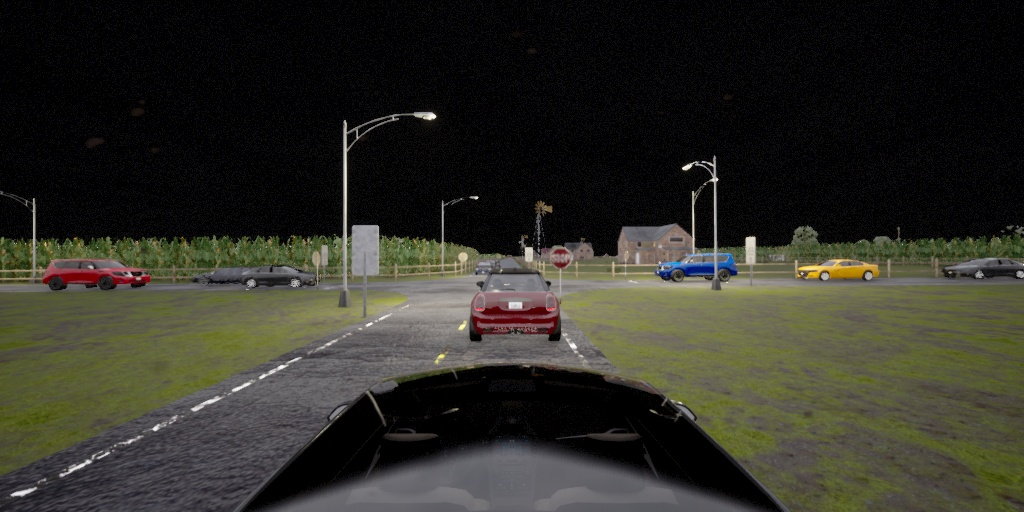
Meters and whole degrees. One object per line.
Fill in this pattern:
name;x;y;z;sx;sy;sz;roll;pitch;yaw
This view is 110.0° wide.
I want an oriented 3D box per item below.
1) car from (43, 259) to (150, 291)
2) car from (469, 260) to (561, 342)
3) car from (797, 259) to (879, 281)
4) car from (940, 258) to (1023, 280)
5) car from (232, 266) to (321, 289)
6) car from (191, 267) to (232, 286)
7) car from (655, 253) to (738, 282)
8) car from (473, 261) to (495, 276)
car;-27.868;1.212;24.140;5.566;2.045;2.150;-1;0;1
car;0.058;1.102;9.982;2.097;1.767;4.553;0;0;-1
car;23.871;1.011;26.377;5.008;1.535;1.882;-1;0;1
car;34.510;0.943;26.224;4.892;1.490;1.837;-1;0;1
car;-15.387;1.382;23.978;4.892;1.490;1.837;-1;0;1
car;-20.831;1.483;27.043;5.357;1.411;2.033;0;0;0
car;13.564;0.847;26.519;5.566;2.045;2.150;-1;0;0
car;-2.970;1.313;39.595;2.033;1.411;5.357;0;0;0
